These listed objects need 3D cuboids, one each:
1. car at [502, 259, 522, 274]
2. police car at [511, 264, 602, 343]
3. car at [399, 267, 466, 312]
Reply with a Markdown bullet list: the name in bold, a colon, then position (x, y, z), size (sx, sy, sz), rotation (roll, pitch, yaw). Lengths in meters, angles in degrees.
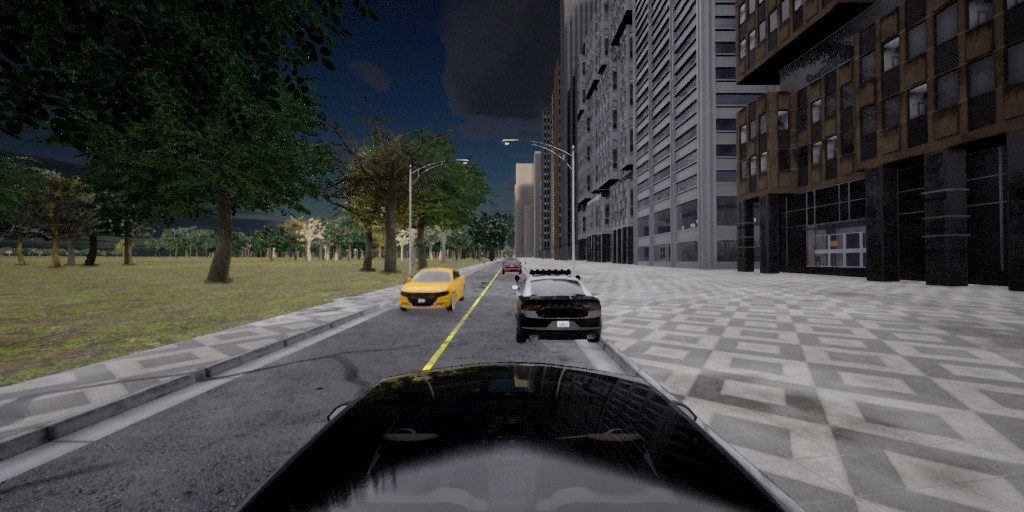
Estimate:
- **car**: position (-0.011, 1.063, 39.635), size (2.097, 1.767, 4.553), rotation (0, 0, 0)
- **police car**: position (1.032, 1.174, 9.848), size (1.930, 1.638, 5.238), rotation (0, 0, 0)
- **car**: position (-3.029, 1.225, 14.503), size (1.882, 1.535, 5.008), rotation (0, 0, 0)
